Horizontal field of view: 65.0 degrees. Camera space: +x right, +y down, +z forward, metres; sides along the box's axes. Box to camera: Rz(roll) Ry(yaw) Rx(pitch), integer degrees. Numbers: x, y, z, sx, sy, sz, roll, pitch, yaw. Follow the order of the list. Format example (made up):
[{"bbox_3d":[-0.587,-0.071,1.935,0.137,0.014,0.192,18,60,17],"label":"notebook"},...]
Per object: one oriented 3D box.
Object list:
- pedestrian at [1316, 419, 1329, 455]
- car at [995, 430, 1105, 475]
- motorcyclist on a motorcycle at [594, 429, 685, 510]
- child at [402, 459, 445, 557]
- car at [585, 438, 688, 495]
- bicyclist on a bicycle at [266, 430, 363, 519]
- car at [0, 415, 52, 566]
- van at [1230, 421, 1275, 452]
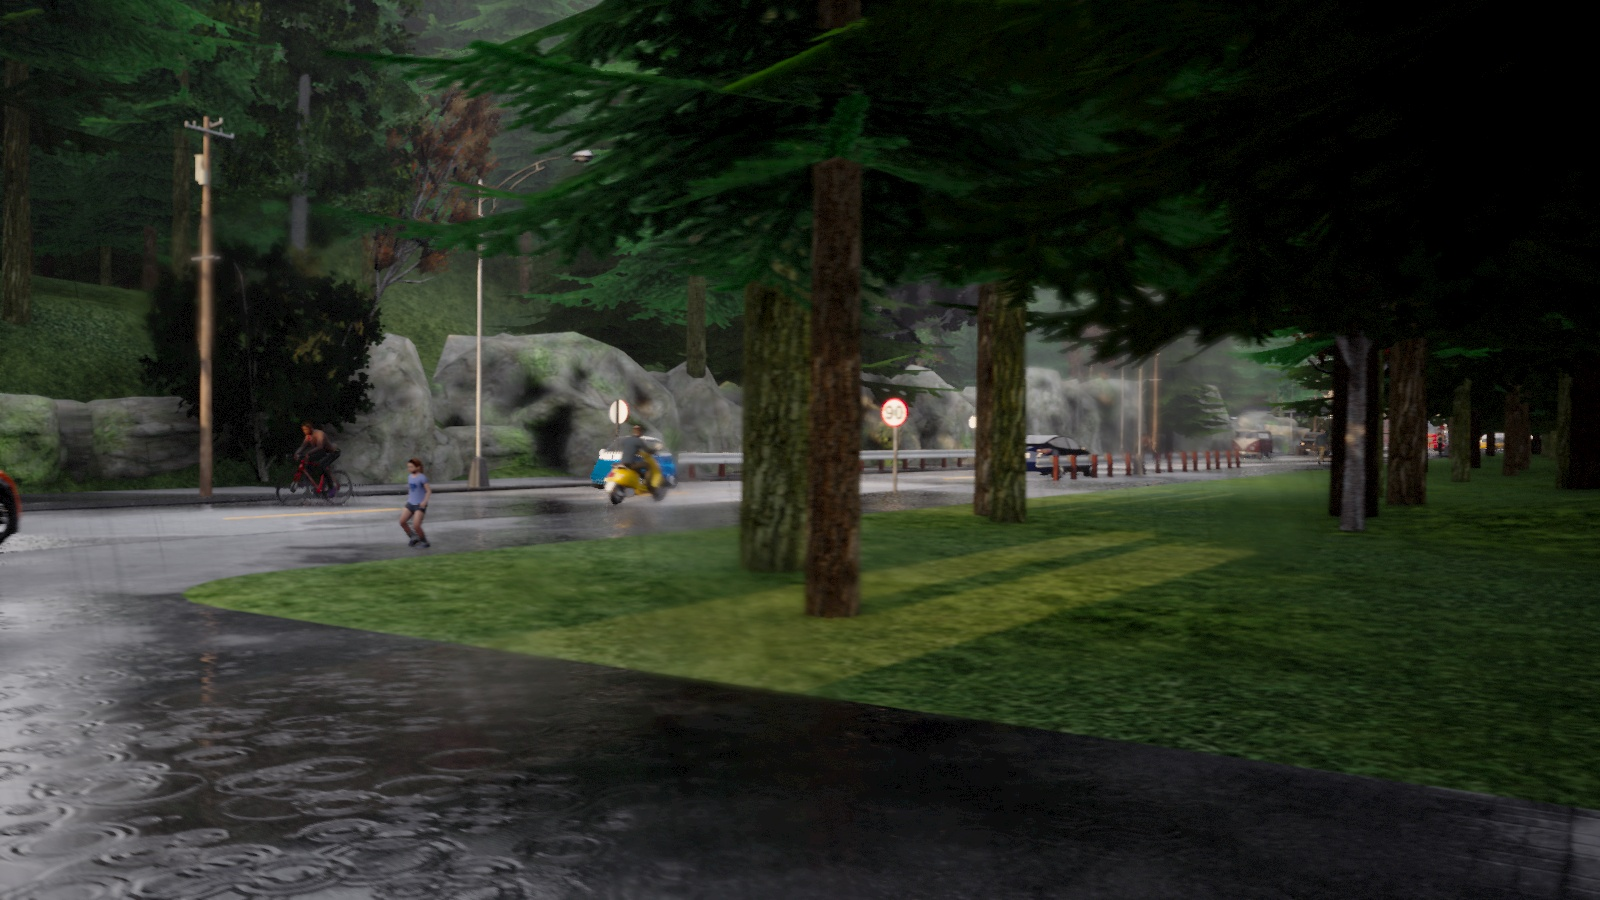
[{"bbox_3d":[26.823,-0.682,64.456,0.402,1.842,0.726,0,1,44],"label":"pedestrian"},{"bbox_3d":[8.848,0.049,44.099,2.163,1.488,4.792,0,1,33],"label":"car"},{"bbox_3d":[-3.256,0.364,25.642,0.866,1.590,1.817,0,1,33],"label":"motorcyclist on a motorcycle"},{"bbox_3d":[-4.376,0.661,14.597,0.255,1.110,0.394,0,1,30],"label":"child"},{"bbox_3d":[-4.092,0.391,31.666,1.481,1.376,2.207,0,1,33],"label":"car"},{"bbox_3d":[-9.210,0.442,23.863,0.582,1.620,1.656,0,1,33],"label":"bicyclist on a bicycle"},{"bbox_3d":[-10.569,0.504,13.397,2.097,1.767,4.553,0,1,7],"label":"car"},{"bbox_3d":[30.133,-0.930,83.572,1.775,1.987,4.442,0,1,34],"label":"van"}]
